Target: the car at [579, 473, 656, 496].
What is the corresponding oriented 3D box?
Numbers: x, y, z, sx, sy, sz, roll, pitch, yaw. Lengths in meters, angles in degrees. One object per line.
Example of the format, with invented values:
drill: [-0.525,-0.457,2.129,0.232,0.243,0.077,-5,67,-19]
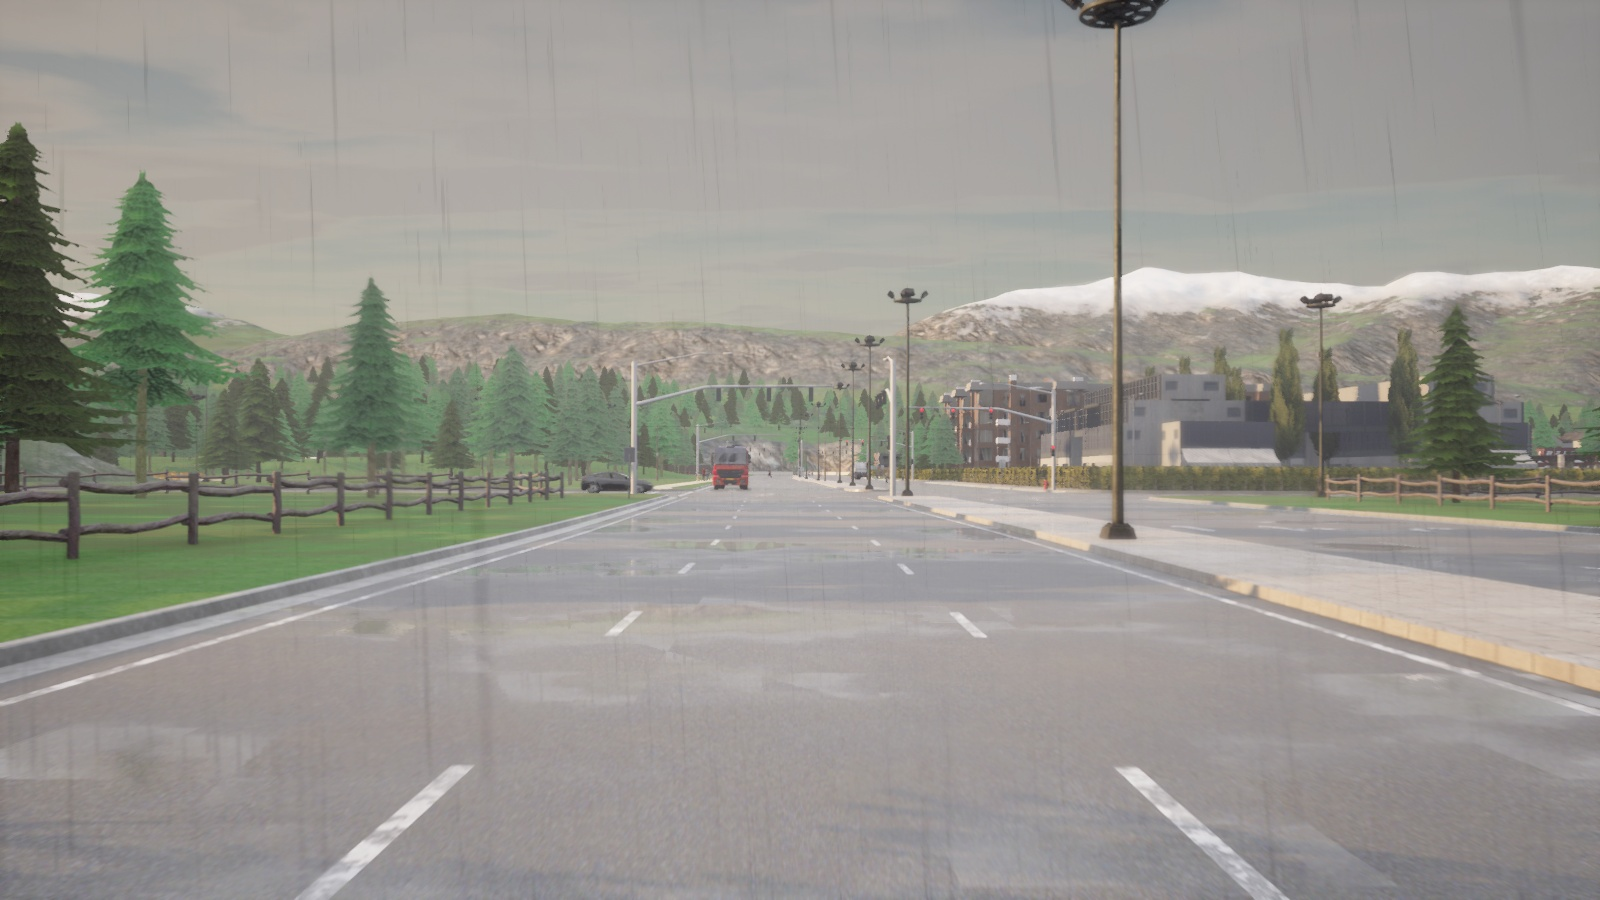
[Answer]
car: [-12.016,2.253,83.062,4.792,1.488,2.163,0,-1,0]
